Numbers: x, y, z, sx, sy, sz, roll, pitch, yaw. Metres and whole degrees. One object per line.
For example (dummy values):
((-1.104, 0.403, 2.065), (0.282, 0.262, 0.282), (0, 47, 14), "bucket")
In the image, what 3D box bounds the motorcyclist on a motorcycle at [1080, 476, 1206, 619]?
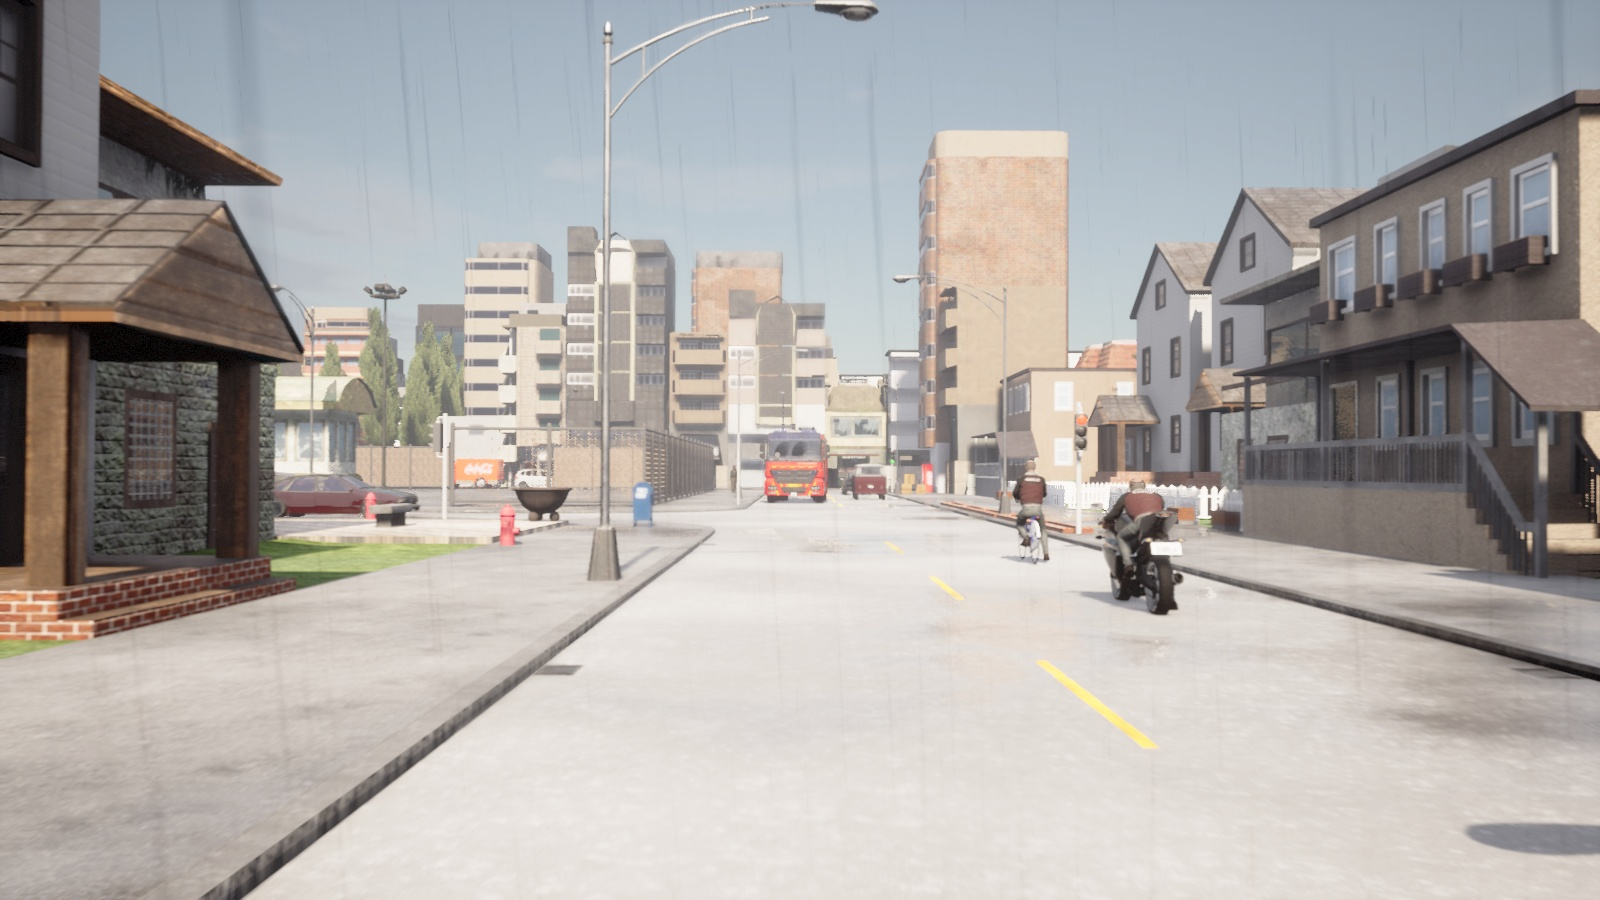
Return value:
((3.961, 1.080, 14.715), (0.866, 1.530, 2.191), (0, -1, 0), "motorcyclist on a motorcycle")

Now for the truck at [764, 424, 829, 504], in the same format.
((-0.092, 0.727, 64.319), (2.891, 3.827, 8.468), (0, -1, 3), "truck")

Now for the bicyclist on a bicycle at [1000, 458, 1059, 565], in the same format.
((3.957, 1.034, 21.805), (0.659, 1.776, 1.843), (0, -1, -1), "bicyclist on a bicycle")

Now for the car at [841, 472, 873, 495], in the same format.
((3.785, 2.213, 84.117), (1.837, 1.490, 4.892), (0, -1, 0), "car")

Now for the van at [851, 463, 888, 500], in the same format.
((3.825, 1.725, 70.005), (1.775, 1.987, 4.442), (0, -1, 0), "van")

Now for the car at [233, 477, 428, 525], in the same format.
((-14.668, 1.581, 39.456), (5.357, 1.411, 2.033), (0, -1, 0), "car")
